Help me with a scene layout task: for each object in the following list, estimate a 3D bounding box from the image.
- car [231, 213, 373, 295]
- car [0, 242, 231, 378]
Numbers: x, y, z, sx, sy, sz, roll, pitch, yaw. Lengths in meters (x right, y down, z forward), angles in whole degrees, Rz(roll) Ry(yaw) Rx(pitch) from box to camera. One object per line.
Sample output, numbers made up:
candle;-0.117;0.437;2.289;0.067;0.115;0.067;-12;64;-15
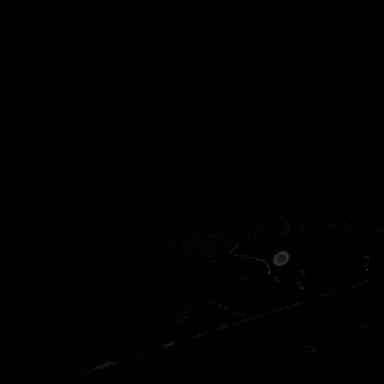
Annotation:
car;2.814;1.391;8.536;4.097;1.590;1.967;0;0;-35
car;-1.684;1.555;5.330;4.313;1.339;1.947;0;0;-35
